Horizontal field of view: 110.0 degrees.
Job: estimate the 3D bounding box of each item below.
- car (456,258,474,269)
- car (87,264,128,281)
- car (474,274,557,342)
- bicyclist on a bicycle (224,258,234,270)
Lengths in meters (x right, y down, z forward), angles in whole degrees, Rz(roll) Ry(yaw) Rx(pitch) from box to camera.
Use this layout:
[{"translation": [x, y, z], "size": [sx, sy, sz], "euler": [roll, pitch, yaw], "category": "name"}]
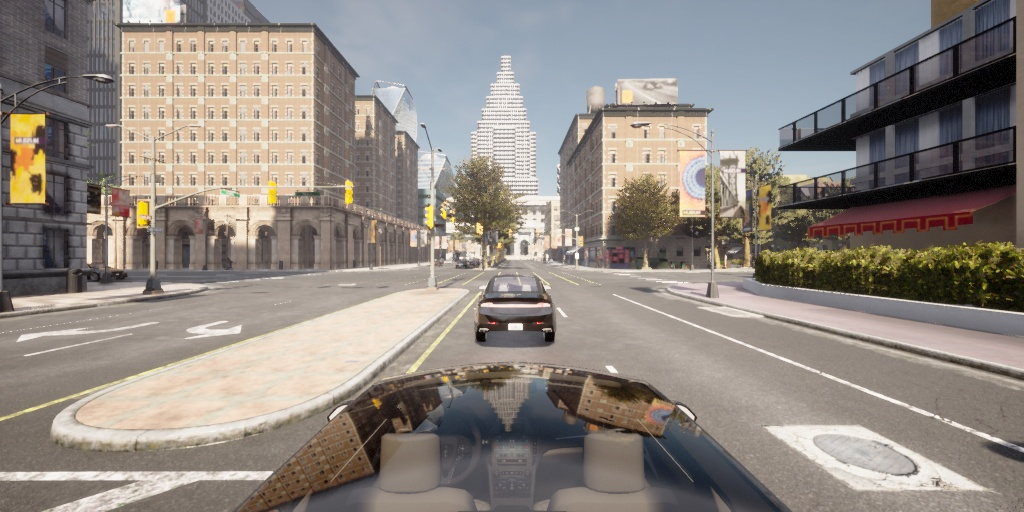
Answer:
[{"translation": [-8.002, 1.241, 58.527], "size": [2.128, 1.511, 4.902], "euler": [0, 0, 0], "category": "car"}, {"translation": [-34.159, 1.314, 29.234], "size": [4.181, 1.385, 1.994], "euler": [0, 0, 0], "category": "car"}, {"translation": [0.082, 1.242, 9.778], "size": [2.128, 1.511, 4.902], "euler": [0, 0, 0], "category": "car"}, {"translation": [-37.237, 1.050, 47.188], "size": [0.582, 1.620, 1.656], "euler": [0, 0, 0], "category": "bicyclist on a bicycle"}]
